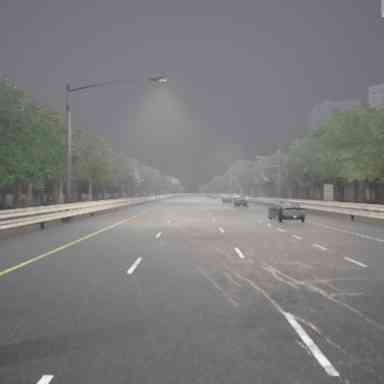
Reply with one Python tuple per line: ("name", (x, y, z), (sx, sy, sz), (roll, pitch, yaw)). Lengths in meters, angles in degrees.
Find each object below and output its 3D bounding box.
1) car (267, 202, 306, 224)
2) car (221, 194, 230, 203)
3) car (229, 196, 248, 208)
("car", (6.997, 1.497, 25.024), (2.128, 1.511, 4.902), (0, 0, 0))
("car", (6.996, 1.520, 66.976), (2.128, 1.511, 4.902), (0, 0, 0))
("car", (6.992, 1.562, 48.915), (1.837, 1.490, 4.892), (0, 0, 0))
